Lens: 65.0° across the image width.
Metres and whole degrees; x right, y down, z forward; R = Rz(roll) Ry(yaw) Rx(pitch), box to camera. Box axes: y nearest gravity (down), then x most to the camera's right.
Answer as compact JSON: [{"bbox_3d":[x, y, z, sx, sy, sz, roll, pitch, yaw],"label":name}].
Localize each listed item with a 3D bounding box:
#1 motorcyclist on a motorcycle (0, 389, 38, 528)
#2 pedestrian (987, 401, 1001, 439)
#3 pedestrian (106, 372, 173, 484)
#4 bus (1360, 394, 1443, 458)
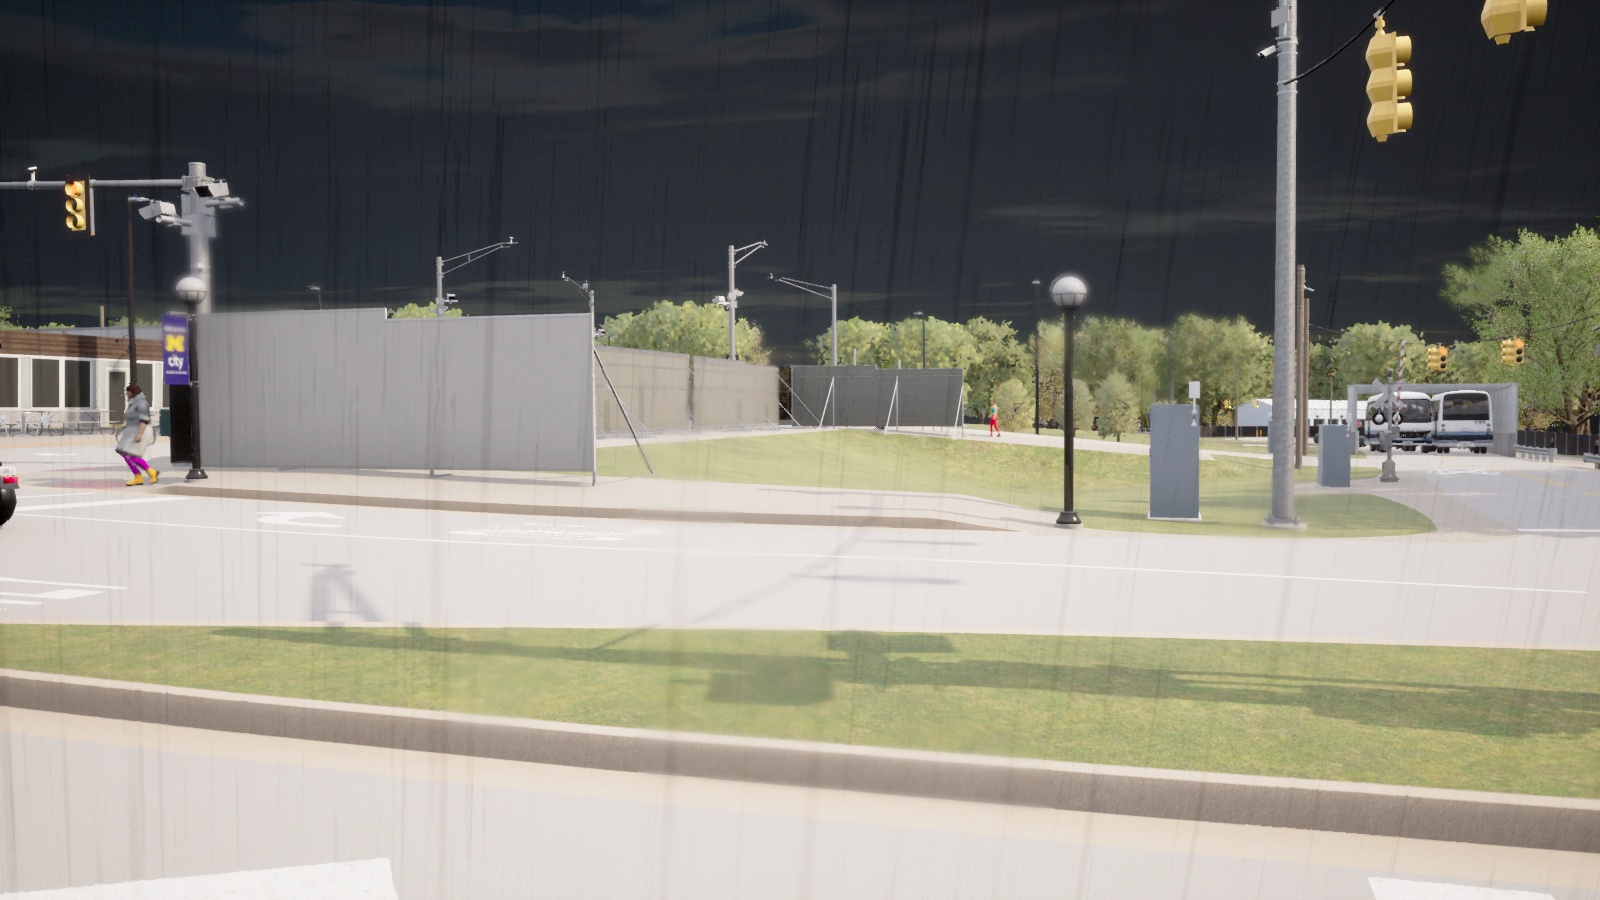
[{"bbox_3d":[-10.607,0.053,15.366,2.350,1.649,0.766,2,2,15],"label":"motorcyclist on a motorcycle"},{"bbox_3d":[9.418,-1.479,60.889,0.594,1.836,0.345,1,3,18],"label":"pedestrian"},{"bbox_3d":[-11.715,-0.402,22.279,0.873,1.952,0.659,-2,3,-41],"label":"pedestrian"},{"bbox_3d":[42.563,-1.637,89.243,3.944,4.253,10.273,1,1,18],"label":"bus"}]
